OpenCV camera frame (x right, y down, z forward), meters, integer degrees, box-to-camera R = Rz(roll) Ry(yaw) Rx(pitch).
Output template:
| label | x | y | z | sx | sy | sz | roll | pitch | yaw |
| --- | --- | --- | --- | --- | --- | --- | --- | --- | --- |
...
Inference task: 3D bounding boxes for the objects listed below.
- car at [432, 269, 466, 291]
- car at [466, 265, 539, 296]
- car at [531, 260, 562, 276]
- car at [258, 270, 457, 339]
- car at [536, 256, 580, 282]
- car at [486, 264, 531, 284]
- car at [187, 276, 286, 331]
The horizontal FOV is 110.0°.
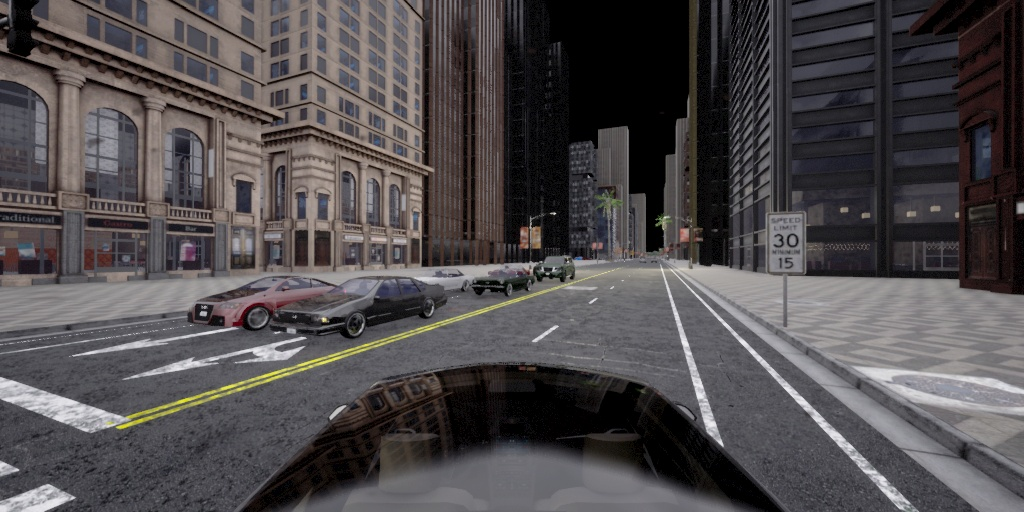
| label | x | y | z | sx | sy | sz | roll | pitch | yaw |
| --- | --- | --- | --- | --- | --- | --- | --- | --- | --- |
| car | -3.935 | 1.356 | 19.244 | 1.895 | 1.301 | 4.718 | 0 | 0 | 22 |
| car | -0.352 | 1.357 | 19.423 | 1.895 | 1.301 | 4.718 | 0 | 0 | 22 |
| car | 3.708 | 1.250 | 37.907 | 1.882 | 1.535 | 5.008 | 0 | 0 | 23 |
| car | -3.969 | 1.299 | 10.542 | 2.033 | 1.411 | 5.357 | 0 | 0 | 22 |
| car | 3.686 | 0.986 | 29.328 | 2.150 | 2.045 | 5.566 | 0 | 0 | 22 |
| car | -0.177 | 1.363 | 28.469 | 1.895 | 1.301 | 4.718 | 0 | 0 | 22 |
| car | -7.236 | 1.315 | 11.128 | 1.994 | 1.385 | 4.181 | 0 | 0 | 22 |
